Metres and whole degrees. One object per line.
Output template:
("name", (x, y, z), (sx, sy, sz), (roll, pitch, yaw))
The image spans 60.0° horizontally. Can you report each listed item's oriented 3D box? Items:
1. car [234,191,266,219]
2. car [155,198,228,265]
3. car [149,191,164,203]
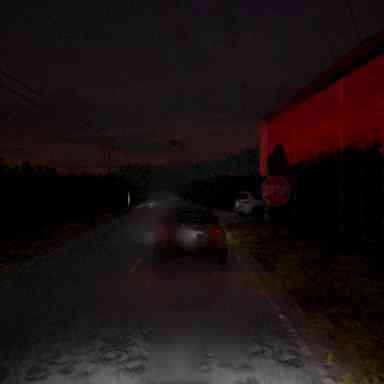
("car", (6.013, 0.988, 26.158), (5.566, 2.045, 2.150), (0, -1, -20))
("car", (-0.046, 1.249, 11.393), (2.097, 1.767, 4.553), (0, 1, -1))
("car", (-5.853, 1.010, 53.613), (2.128, 1.511, 4.902), (0, 1, -4))
